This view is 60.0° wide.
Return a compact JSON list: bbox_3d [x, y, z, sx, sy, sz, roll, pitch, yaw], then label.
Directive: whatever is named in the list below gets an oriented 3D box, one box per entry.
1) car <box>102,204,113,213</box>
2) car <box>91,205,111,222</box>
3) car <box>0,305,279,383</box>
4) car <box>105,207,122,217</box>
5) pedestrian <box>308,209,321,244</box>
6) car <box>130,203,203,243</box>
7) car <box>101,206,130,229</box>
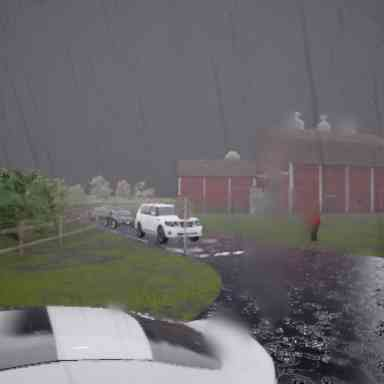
[{"bbox_3d":[-15.646,3.101,61.304,1.882,1.535,5.008,1,-2,-16],"label":"car"},{"bbox_3d":[-10.170,2.462,37.078,1.837,1.490,4.892,1,-2,-23],"label":"car"},{"bbox_3d":[-1.491,1.542,1.859,4.674,1.442,1.812,1,-1,-28],"label":"car"},{"bbox_3d":[-11.514,2.849,48.530,1.994,1.385,4.181,1,-2,-20],"label":"car"},{"bbox_3d":[6.314,1.720,17.270,0.375,1.860,0.375,0,-1,-30],"label":"pedestrian"},{"bbox_3d":[-1.510,1.684,19.165,2.150,2.045,5.566,1,-2,-28],"label":"car"},{"bbox_3d":[-5.981,2.210,27.876,1.837,1.490,4.892,1,-2,-26],"label":"car"}]
